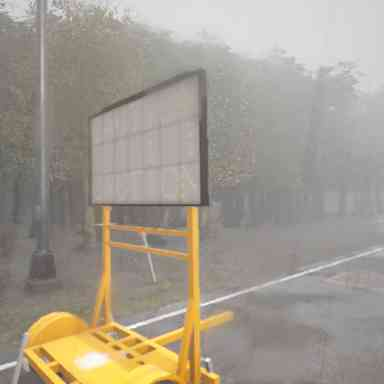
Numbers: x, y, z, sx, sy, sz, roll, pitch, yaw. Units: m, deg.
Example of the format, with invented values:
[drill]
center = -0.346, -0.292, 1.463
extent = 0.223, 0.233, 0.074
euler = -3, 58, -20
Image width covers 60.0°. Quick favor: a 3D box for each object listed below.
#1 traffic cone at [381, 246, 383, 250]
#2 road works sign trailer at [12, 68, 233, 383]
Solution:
[traffic cone]
center = 8.158, 2.141, 13.970
extent = 0.340, 0.580, 0.340
euler = 0, -2, -42
[road works sign trailer]
center = -0.484, 0.573, 4.147
extent = 2.880, 3.560, 2.380
euler = 0, -2, -42
